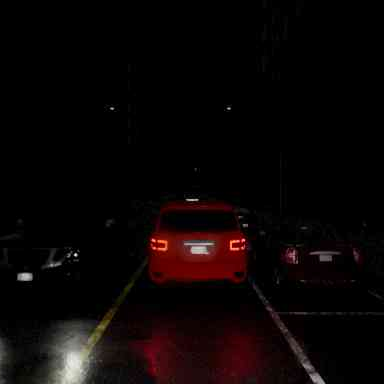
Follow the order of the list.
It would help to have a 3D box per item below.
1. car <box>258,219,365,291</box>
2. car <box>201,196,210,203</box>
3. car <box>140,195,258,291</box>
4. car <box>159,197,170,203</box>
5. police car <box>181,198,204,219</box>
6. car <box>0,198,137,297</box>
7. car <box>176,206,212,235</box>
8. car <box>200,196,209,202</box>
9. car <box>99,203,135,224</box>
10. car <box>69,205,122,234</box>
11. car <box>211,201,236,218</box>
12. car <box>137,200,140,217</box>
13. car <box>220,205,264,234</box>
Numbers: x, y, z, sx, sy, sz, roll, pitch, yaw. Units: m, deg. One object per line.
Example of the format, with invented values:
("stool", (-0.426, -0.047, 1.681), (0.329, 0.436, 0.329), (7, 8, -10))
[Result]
("car", (2.858, 1.440, 9.048), (1.967, 1.590, 4.097), (0, 0, 0))
("car", (2.936, 1.580, 73.723), (1.752, 1.417, 4.829), (0, 0, 0))
("car", (0.108, 1.221, 9.133), (2.150, 2.045, 5.566), (0, 0, -1))
("car", (-5.602, 1.626, 68.161), (1.802, 1.307, 4.206), (0, 0, 0))
("police car", (0.015, 1.428, 30.166), (1.930, 1.638, 5.238), (0, 0, 0))
("car", (-3.098, 1.221, 8.940), (2.150, 2.045, 5.566), (0, 0, 0))
("car", (0.109, 1.602, 19.903), (1.895, 1.301, 4.718), (0, 0, 0))
("car", (2.948, 1.617, 78.961), (2.008, 1.369, 4.403), (0, 0, 0))
("car", (-5.659, 1.584, 25.557), (1.802, 1.307, 4.206), (0, 0, 0))
("car", (-5.661, 1.567, 20.056), (1.947, 1.339, 4.313), (0, 0, 0))
("car", (2.870, 1.569, 31.054), (1.947, 1.339, 4.313), (0, 0, 0))
("car", (-5.656, 1.444, 31.058), (1.967, 1.590, 4.097), (0, 0, 0))
("car", (2.864, 1.552, 20.051), (2.008, 1.369, 4.403), (0, 0, 0))
